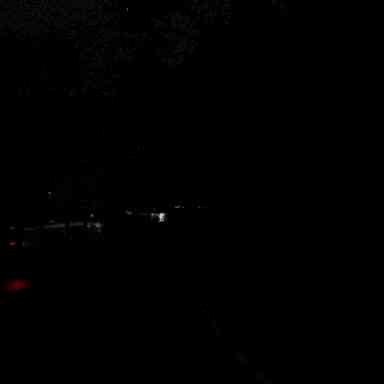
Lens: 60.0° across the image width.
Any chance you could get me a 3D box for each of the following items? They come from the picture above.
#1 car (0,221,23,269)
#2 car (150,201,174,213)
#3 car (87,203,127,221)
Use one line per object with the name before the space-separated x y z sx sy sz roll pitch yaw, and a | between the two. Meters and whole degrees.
car | -6.863 1.651 10.929 1.994 1.385 4.181 1 -1 -34
car | -3.859 1.868 43.134 1.837 1.490 4.892 0 0 18
car | -7.820 1.781 30.763 2.128 1.511 4.902 0 0 18
